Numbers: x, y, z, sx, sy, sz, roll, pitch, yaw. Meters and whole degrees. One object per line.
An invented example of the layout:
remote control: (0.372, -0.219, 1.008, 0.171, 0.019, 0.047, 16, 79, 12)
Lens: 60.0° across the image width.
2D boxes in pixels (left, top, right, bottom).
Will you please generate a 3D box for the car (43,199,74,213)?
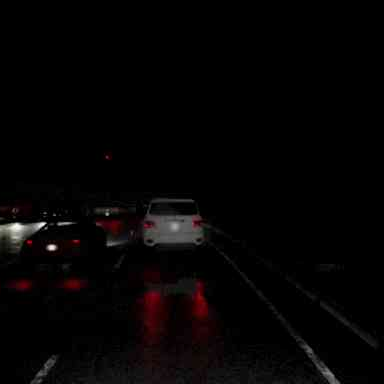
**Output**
car: (-10.509, 1.383, 26.351, 1.837, 1.490, 4.892, -1, 2, -14)

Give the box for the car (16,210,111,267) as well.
car: (-4.208, 1.558, 11.516, 1.994, 1.385, 4.181, 0, 0, -6)

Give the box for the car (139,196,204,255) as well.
car: (-0.885, 1.184, 13.455, 2.150, 2.045, 5.566, 0, 0, -7)

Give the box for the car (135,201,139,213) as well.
car: (-3.881, 1.217, 29.336, 2.128, 1.511, 4.902, -1, 2, -14)

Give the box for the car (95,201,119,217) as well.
car: (-7.181, 1.390, 28.260, 1.895, 1.301, 4.718, -1, 2, -14)

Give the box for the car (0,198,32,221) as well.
car: (-13.933, 1.281, 25.604, 2.097, 1.767, 4.553, -1, 2, -14)
